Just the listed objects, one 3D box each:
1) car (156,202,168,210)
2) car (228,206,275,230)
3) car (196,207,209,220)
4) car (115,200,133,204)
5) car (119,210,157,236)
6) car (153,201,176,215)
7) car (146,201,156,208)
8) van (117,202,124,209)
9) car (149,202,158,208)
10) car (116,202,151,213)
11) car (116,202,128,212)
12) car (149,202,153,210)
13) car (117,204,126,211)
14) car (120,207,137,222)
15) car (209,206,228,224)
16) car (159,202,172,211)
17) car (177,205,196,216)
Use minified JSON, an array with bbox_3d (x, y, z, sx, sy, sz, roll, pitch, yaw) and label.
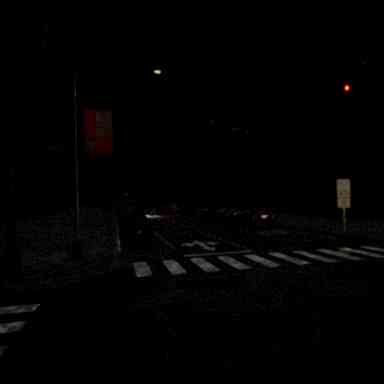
[{"bbox_3d":[-6.533,3.028,72.282,1.967,1.590,4.097,-2,-1,-13],"label":"car"},{"bbox_3d":[4.505,1.841,24.736,1.967,1.590,4.097,-2,-1,-13],"label":"car"},{"bbox_3d":[2.057,2.243,35.299,1.802,1.307,4.206,-2,-1,-13],"label":"car"},{"bbox_3d":[-12.387,2.840,59.796,2.192,1.841,5.009,-2,-1,-13],"label":"car"},{"bbox_3d":[-3.792,2.171,22.804,1.947,1.339,4.313,-2,-1,-13],"label":"car"},{"bbox_3d":[-4.191,2.461,50.090,2.097,1.767,4.553,-1,-1,-13],"label":"car"},{"bbox_3d":[-11.442,3.443,93.416,2.192,1.841,5.009,-2,-1,-13],"label":"car"},{"bbox_3d":[-18.519,3.539,86.215,1.690,1.788,3.998,-2,-1,-13],"label":"van"},{"bbox_3d":[-10.247,3.523,88.295,1.752,1.417,4.829,-2,-1,-13],"label":"car"},{"bbox_3d":[-5.027,2.050,28.093,2.192,1.841,5.009,-2,-1,-13],"label":"car"},{"bbox_3d":[-14.841,3.108,70.364,2.192,1.841,5.009,-2,-1,-13],"label":"car"},{"bbox_3d":[-7.964,2.763,52.991,2.128,1.511,4.902,-1,-1,-13],"label":"car"},{"bbox_3d":[-16.060,3.472,75.643,1.887,1.381,4.507,-2,-1,-13],"label":"car"},{"bbox_3d":[-7.435,2.517,38.491,1.752,1.417,4.829,-2,-1,-13],"label":"car"},{"bbox_3d":[3.279,1.971,30.019,1.967,1.590,4.097,-2,-1,-13],"label":"car"},{"bbox_3d":[-5.307,2.894,66.999,1.967,1.590,4.097,-2,-1,-13],"label":"car"},{"bbox_3d":[-0.398,2.467,45.866,1.887,1.381,4.507,-2,-1,-13],"label":"car"}]
